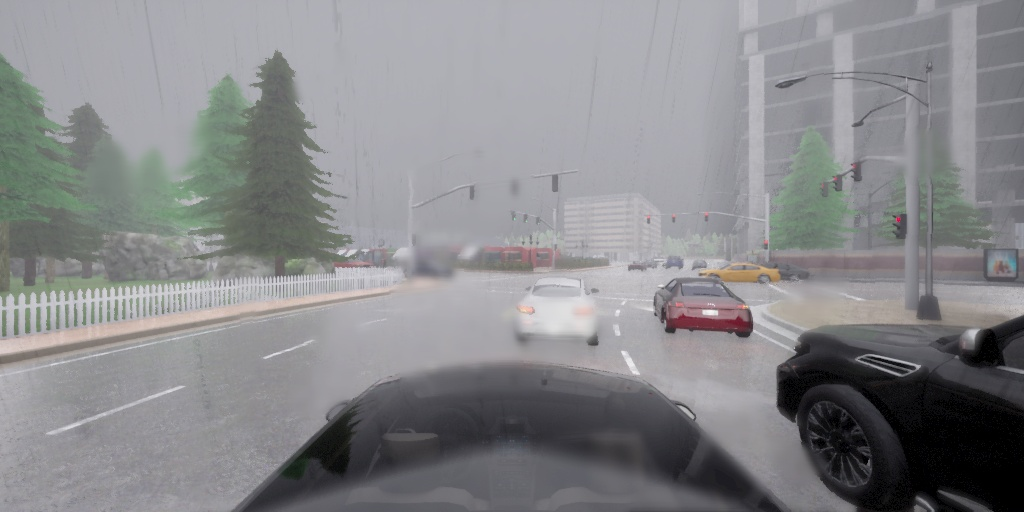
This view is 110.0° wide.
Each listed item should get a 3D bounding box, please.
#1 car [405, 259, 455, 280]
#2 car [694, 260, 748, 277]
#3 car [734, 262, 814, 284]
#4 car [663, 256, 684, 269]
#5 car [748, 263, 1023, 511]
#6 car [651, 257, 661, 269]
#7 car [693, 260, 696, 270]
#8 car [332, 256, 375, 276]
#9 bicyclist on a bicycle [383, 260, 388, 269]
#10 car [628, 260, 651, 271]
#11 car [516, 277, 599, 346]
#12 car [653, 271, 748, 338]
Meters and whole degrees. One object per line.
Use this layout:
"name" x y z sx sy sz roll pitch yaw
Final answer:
"car" -7.286 1.157 31.969 4.553 1.767 2.097 0 0 30
"car" 16.226 1.265 25.863 5.008 1.535 1.882 0 -1 19
"car" 20.555 1.307 28.444 4.892 1.490 1.837 1 0 30
"car" 25.904 0.971 56.866 2.150 2.045 5.566 0 0 29
"car" 3.737 0.971 1.208 2.150 2.045 5.566 0 0 0
"car" 22.155 1.297 57.681 2.033 1.411 5.357 0 0 30
"car" 28.072 1.297 53.568 2.033 1.411 5.357 0 0 29
"car" -16.841 1.029 37.404 5.566 2.045 2.150 0 0 30
"bicyclist on a bicycle" -15.686 1.258 44.313 0.582 1.620 1.656 0 0 -22
"car" 17.057 1.351 48.593 1.895 1.301 4.718 0 0 29
"car" 1.285 1.276 9.432 1.812 1.442 4.674 0 0 11
"car" 5.307 1.314 10.435 1.994 1.385 4.181 0 0 17
